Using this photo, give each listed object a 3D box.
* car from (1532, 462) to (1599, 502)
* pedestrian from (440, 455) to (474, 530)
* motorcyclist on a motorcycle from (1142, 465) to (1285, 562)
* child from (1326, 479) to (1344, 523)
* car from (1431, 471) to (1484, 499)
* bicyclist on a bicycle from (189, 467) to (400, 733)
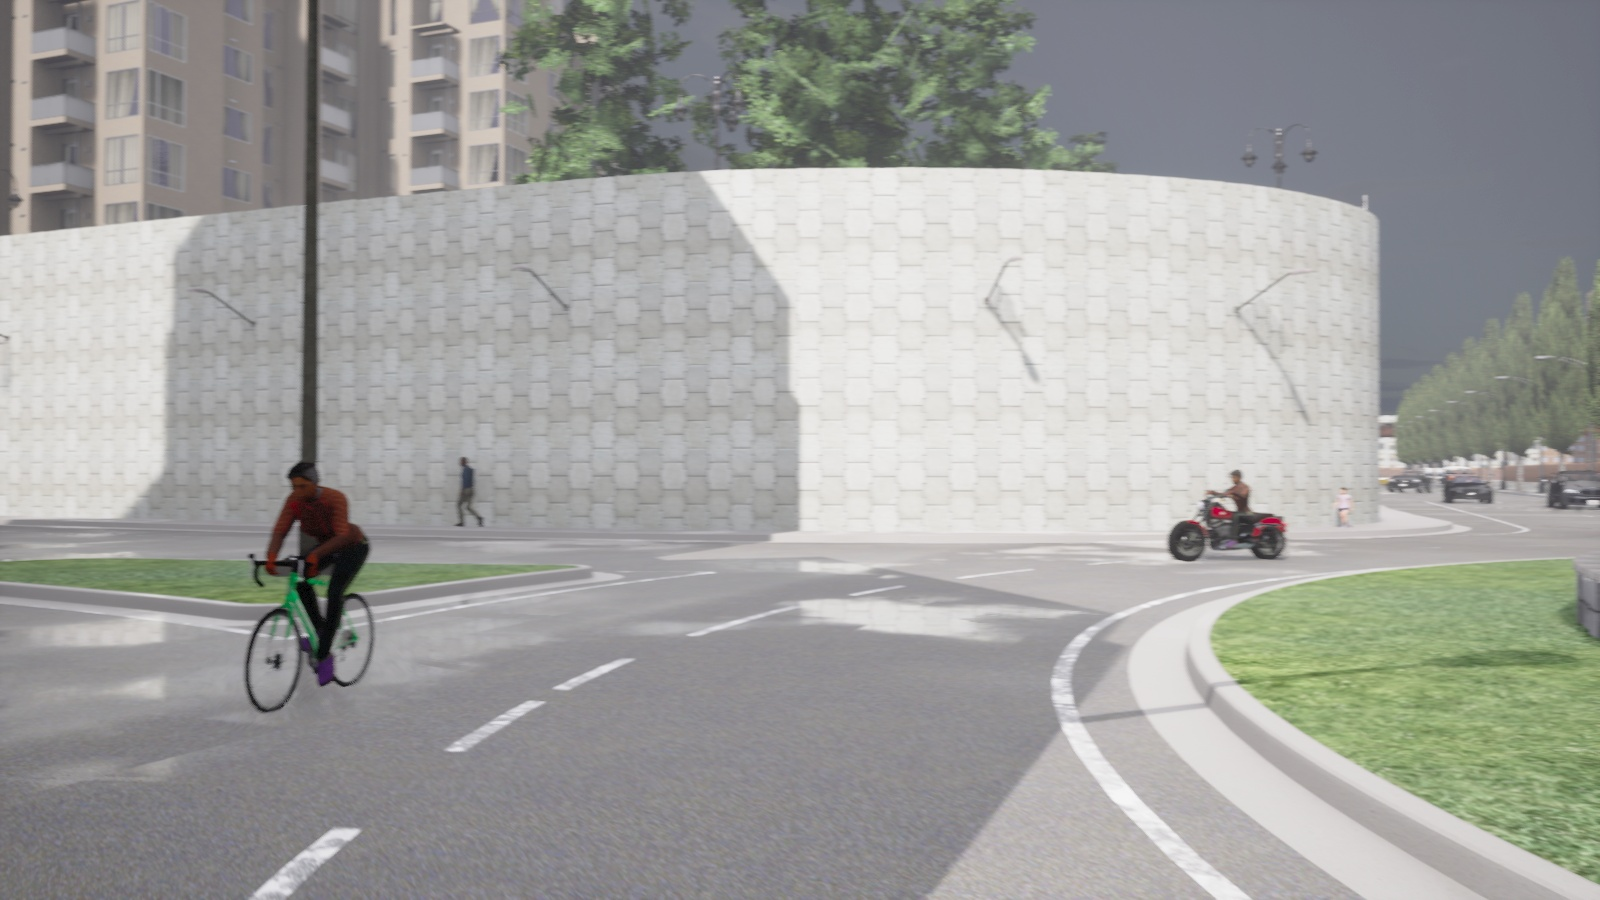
[{"bbox_3d":[33.475,1.378,54.536,2.242,1.667,4.611,-1,-1,22],"label":"car"},{"bbox_3d":[-8.484,1.043,31.070,0.726,1.835,0.370,-1,-1,21],"label":"pedestrian"},{"bbox_3d":[7.284,1.094,22.146,2.350,1.649,0.766,0,-1,-16],"label":"motorcyclist on a motorcycle"},{"bbox_3d":[13.648,1.308,32.061,0.394,1.110,0.255,0,-1,-40],"label":"child"},{"bbox_3d":[33.650,1.762,64.379,1.994,1.385,4.181,-1,-1,22],"label":"car"},{"bbox_3d":[-3.387,0.932,8.577,0.582,1.620,1.656,0,0,8],"label":"bicyclist on a bicycle"}]
